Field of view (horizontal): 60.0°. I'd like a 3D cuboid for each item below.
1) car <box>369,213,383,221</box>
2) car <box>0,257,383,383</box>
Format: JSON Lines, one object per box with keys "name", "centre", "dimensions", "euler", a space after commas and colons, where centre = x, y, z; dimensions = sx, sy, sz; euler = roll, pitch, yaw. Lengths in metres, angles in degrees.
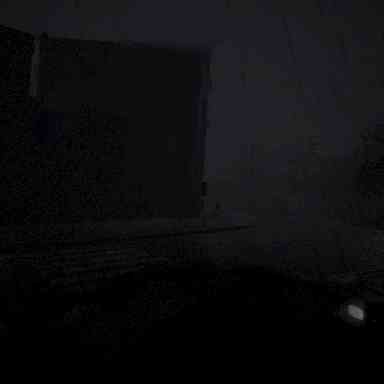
{"name": "car", "centre": [29.899, 3.908, 51.356], "dimensions": [4.892, 1.490, 1.837], "euler": [3, -3, -11]}
{"name": "car", "centre": [0.541, 1.495, 3.672], "dimensions": [5.008, 1.535, 1.882], "euler": [0, 0, -34]}
